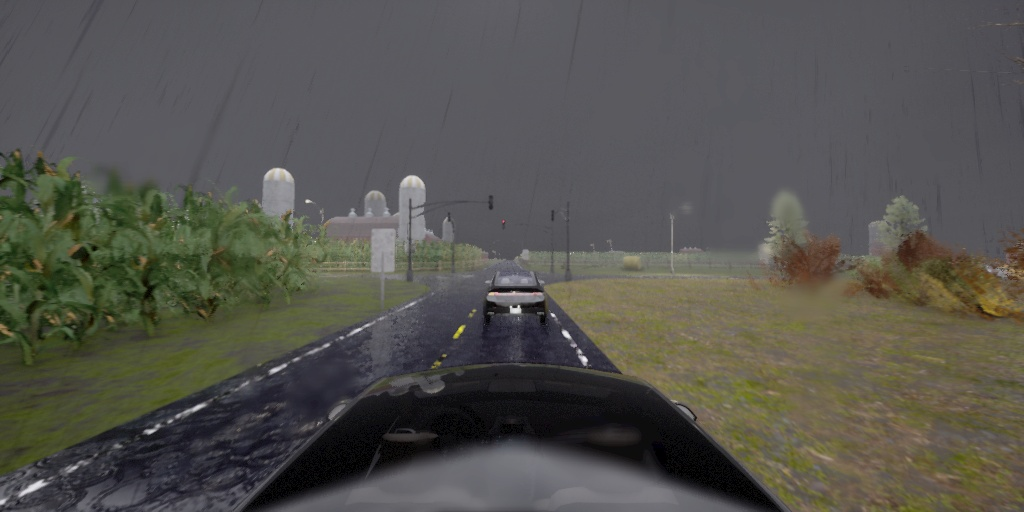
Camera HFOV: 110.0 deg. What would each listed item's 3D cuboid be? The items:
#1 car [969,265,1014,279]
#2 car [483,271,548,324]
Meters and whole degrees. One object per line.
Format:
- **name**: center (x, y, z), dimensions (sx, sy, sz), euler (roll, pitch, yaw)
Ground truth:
- **car**: center (48.657, 1.657, 36.790), dimensions (4.674, 1.442, 1.812), euler (1, -1, -5)
- **car**: center (0.098, 1.226, 11.846), dimensions (2.128, 1.511, 4.902), euler (0, 0, 0)
